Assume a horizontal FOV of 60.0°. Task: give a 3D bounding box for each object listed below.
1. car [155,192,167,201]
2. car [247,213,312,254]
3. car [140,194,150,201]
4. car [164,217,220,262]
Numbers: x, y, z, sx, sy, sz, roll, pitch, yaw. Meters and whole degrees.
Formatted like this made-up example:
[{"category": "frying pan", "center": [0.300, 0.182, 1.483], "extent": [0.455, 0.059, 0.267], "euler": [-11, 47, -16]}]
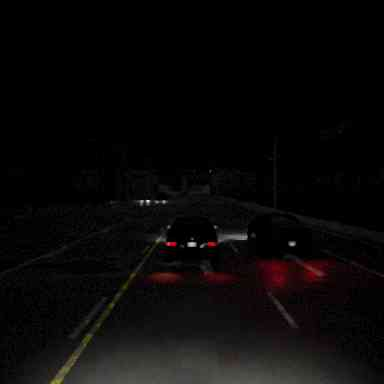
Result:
[{"category": "car", "center": [-7.004, 0.938, 75.544], "extent": [2.150, 2.045, 5.566], "euler": [0, 1, 0]}, {"category": "car", "center": [3.521, 1.613, 13.925], "extent": [1.812, 1.442, 4.674], "euler": [0, 0, 0]}, {"category": "car", "center": [-10.504, 1.240, 75.179], "extent": [1.812, 1.442, 4.674], "euler": [0, 1, 0]}, {"category": "car", "center": [0.007, 1.632, 12.538], "extent": [2.033, 1.411, 5.357], "euler": [0, 0, 0]}]
